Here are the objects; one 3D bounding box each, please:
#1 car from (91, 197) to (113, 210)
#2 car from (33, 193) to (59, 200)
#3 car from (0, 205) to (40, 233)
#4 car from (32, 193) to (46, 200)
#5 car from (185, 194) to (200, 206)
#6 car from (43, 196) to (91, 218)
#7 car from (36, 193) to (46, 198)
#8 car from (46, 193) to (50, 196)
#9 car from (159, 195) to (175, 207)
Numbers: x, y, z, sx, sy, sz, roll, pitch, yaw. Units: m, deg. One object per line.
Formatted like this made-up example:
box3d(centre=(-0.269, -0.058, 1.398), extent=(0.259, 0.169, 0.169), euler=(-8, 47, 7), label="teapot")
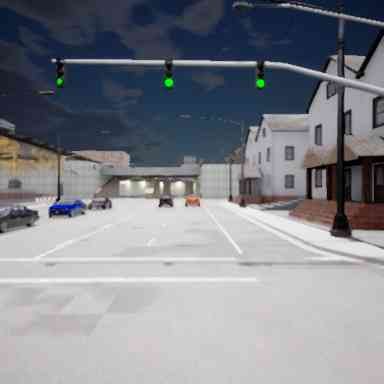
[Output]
box3d(centre=(-10.606, 1.295, 38.930), extent=(1.812, 1.442, 4.674), euler=(0, 0, 0), label="car")
box3d(centre=(-32.504, 1.018, 74.226), extent=(2.038, 1.542, 4.974), euler=(0, 0, 29), label="car")
box3d(centre=(-10.610, 1.433, 18.933), extent=(2.033, 1.411, 5.357), euler=(0, 0, 0), label="car")
box3d(centre=(-31.743, 0.892, 68.900), extent=(1.853, 1.218, 4.536), euler=(0, 0, -36), label="car")
box3d(centre=(0.081, 1.071, 47.105), extent=(2.097, 1.767, 4.553), euler=(0, 0, 0), label="car")
box3d(centre=(-10.611, 1.307, 28.655), extent=(1.882, 1.535, 5.008), euler=(0, 0, 0), label="car")
box3d(centre=(-31.698, 1.076, 64.252), extent=(2.038, 1.542, 4.974), euler=(0, 0, 44), label="car")
box3d(centre=(-31.711, 1.049, 68.860), extent=(2.038, 1.542, 4.974), euler=(0, 0, -36), label="car")
box3d(centre=(-3.494, 1.235, 45.875), extent=(1.837, 1.490, 4.892), euler=(0, 1, 1), label="car")
